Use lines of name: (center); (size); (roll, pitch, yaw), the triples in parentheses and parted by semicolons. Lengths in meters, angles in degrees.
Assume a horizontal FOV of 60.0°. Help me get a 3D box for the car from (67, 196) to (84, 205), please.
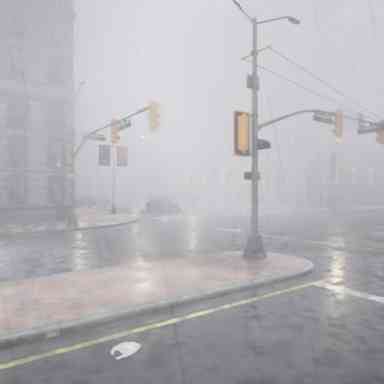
car: (-21.014, 1.514, 59.865); (1.812, 1.442, 4.674); (0, 0, -35)

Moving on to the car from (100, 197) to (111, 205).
car: (-16.210, 1.533, 59.031); (2.033, 1.411, 5.357); (0, 0, -35)

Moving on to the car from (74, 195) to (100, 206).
car: (-17.172, 1.340, 54.302); (2.097, 1.767, 4.553); (0, 0, -35)

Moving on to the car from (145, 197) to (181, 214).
car: (-3.068, 1.339, 34.752); (2.097, 1.767, 4.553); (0, 0, -36)
